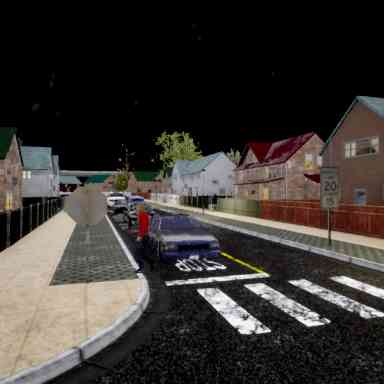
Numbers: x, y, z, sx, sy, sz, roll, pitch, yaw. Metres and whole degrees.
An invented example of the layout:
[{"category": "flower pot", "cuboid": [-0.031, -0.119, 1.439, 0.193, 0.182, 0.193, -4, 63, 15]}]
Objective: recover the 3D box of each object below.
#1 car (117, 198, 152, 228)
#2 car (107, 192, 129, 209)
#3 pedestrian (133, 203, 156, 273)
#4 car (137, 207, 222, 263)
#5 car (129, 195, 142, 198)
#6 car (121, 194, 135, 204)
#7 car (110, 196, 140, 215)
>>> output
[{"category": "car", "cuboid": [-3.415, 1.389, 21.619, 2.128, 1.511, 4.902, 0, 0, -17]}, {"category": "car", "cuboid": [-9.645, 1.003, 42.339, 2.150, 2.045, 5.566, 0, 1, -16]}, {"category": "pedestrian", "cuboid": [-1.214, 1.107, 8.441, 0.375, 1.860, 0.375, 0, 0, -17]}, {"category": "car", "cuboid": [-0.616, 1.493, 12.239, 2.033, 1.411, 5.357, 0, 0, -15]}, {"category": "car", "cuboid": [-7.931, 1.232, 46.682, 1.882, 1.535, 5.008, 0, 0, -17]}, {"category": "car", "cuboid": [-10.921, 1.174, 56.513, 1.882, 1.535, 5.008, 0, 0, -17]}, {"category": "car", "cuboid": [-6.337, 1.409, 31.248, 1.994, 1.385, 4.181, 0, 0, -17]}]
